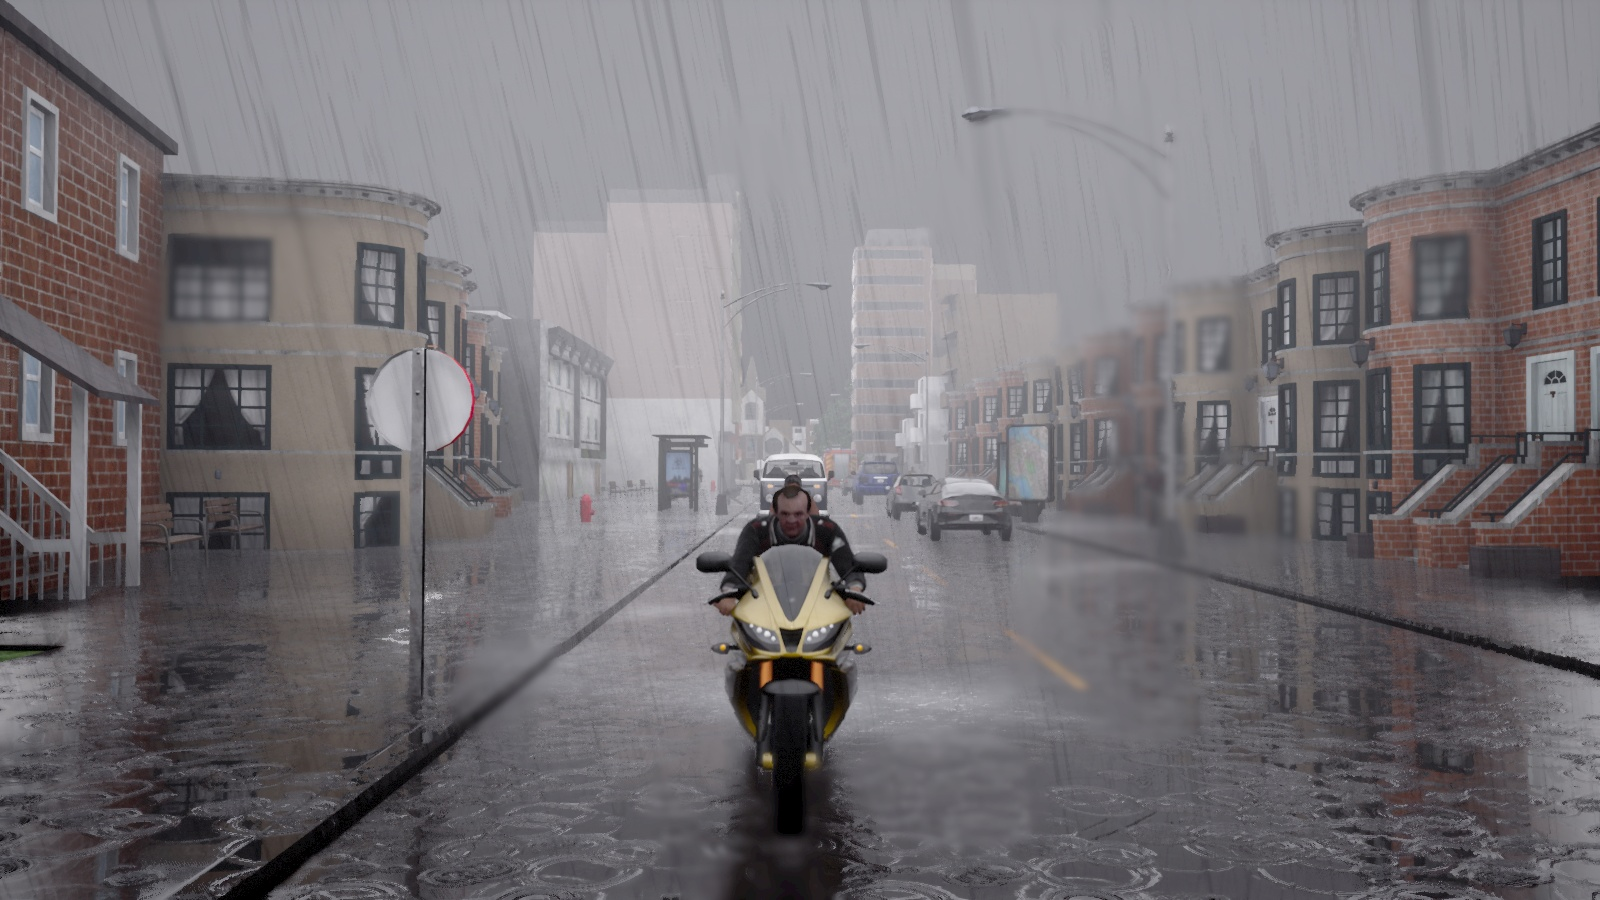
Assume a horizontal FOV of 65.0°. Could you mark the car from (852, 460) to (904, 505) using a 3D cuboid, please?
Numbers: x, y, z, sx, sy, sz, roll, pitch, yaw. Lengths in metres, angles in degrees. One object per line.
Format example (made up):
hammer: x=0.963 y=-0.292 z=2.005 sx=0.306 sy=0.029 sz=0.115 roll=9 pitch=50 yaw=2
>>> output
car: x=3.718 y=1.537 z=60.797 sx=2.150 sy=2.045 sz=5.566 roll=0 pitch=-1 yaw=0

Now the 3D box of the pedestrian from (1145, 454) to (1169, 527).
pedestrian: x=9.079 y=1.023 z=31.963 sx=0.376 sy=1.854 sz=0.720 roll=0 pitch=-1 yaw=-1

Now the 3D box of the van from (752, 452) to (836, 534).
van: x=-0.159 y=1.102 z=33.608 sx=2.069 sy=2.038 sz=4.480 roll=0 pitch=-1 yaw=0

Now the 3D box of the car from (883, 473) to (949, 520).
car: x=3.805 y=1.513 z=41.748 sx=1.845 sy=1.501 sz=3.633 roll=0 pitch=-1 yaw=0

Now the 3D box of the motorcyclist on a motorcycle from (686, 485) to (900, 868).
motorcyclist on a motorcycle: x=-0.034 y=0.954 z=6.228 sx=0.866 sy=1.530 sz=2.191 roll=0 pitch=-1 yaw=0

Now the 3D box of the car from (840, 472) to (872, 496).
car: x=3.609 y=2.176 z=81.292 sx=1.845 sy=1.501 sz=3.633 roll=0 pitch=-1 yaw=0

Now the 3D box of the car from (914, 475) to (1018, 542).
car: x=3.859 y=1.326 z=29.900 sx=1.812 sy=1.442 sz=4.674 roll=0 pitch=-1 yaw=0
